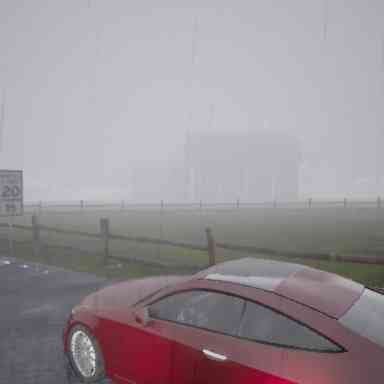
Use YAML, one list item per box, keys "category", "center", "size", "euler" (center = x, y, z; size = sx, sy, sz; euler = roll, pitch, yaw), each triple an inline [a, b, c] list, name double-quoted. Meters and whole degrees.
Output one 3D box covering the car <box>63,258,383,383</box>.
- category: "car"
  center: [0.504, 1.505, 3.638]
  size: [4.674, 1.442, 1.812]
  euler: [0, 2, 37]
